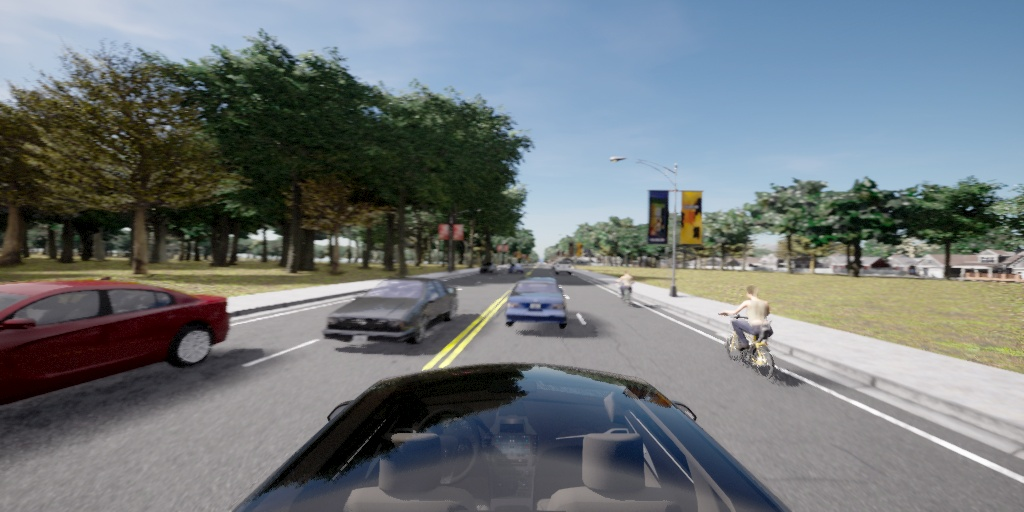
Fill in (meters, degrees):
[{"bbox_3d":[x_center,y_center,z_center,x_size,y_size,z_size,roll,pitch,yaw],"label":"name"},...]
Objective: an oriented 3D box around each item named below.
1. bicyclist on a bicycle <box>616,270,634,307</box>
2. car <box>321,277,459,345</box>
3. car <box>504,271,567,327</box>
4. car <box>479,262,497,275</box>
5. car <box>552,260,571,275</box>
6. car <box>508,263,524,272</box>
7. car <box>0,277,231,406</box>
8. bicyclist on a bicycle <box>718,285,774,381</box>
[{"bbox_3d":[5.228,1.453,16.429,0.866,1.612,1.509,1,-1,5],"label":"bicyclist on a bicycle"},{"bbox_3d":[-2.819,1.297,9.844,2.033,1.411,5.357,1,-1,5],"label":"car"},{"bbox_3d":[0.829,1.411,12.068,2.033,1.411,5.357,1,-1,5],"label":"car"},{"bbox_3d":[-3.025,1.585,46.315,1.837,1.490,4.892,1,0,5],"label":"car"},{"bbox_3d":[7.475,1.639,52.650,2.150,2.045,5.566,1,-1,5],"label":"car"},{"bbox_3d":[0.593,1.743,50.540,1.812,1.442,4.674,1,0,5],"label":"car"},{"bbox_3d":[-6.495,1.087,4.826,1.882,1.535,5.008,1,-1,5],"label":"car"},{"bbox_3d":[4.418,1.345,6.696,0.866,1.612,1.509,1,-1,5],"label":"bicyclist on a bicycle"}]
